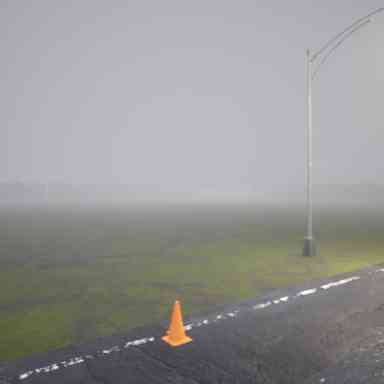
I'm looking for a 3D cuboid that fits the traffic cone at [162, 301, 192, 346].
[{"bbox_3d":[-0.228,1.971,5.096,0.340,0.580,0.340,0,0,-36],"label":"traffic cone"}]

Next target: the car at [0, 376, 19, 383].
[{"bbox_3d":[-2.517,1.573,0.828,4.181,1.385,1.994,0,0,-35],"label":"car"}]
